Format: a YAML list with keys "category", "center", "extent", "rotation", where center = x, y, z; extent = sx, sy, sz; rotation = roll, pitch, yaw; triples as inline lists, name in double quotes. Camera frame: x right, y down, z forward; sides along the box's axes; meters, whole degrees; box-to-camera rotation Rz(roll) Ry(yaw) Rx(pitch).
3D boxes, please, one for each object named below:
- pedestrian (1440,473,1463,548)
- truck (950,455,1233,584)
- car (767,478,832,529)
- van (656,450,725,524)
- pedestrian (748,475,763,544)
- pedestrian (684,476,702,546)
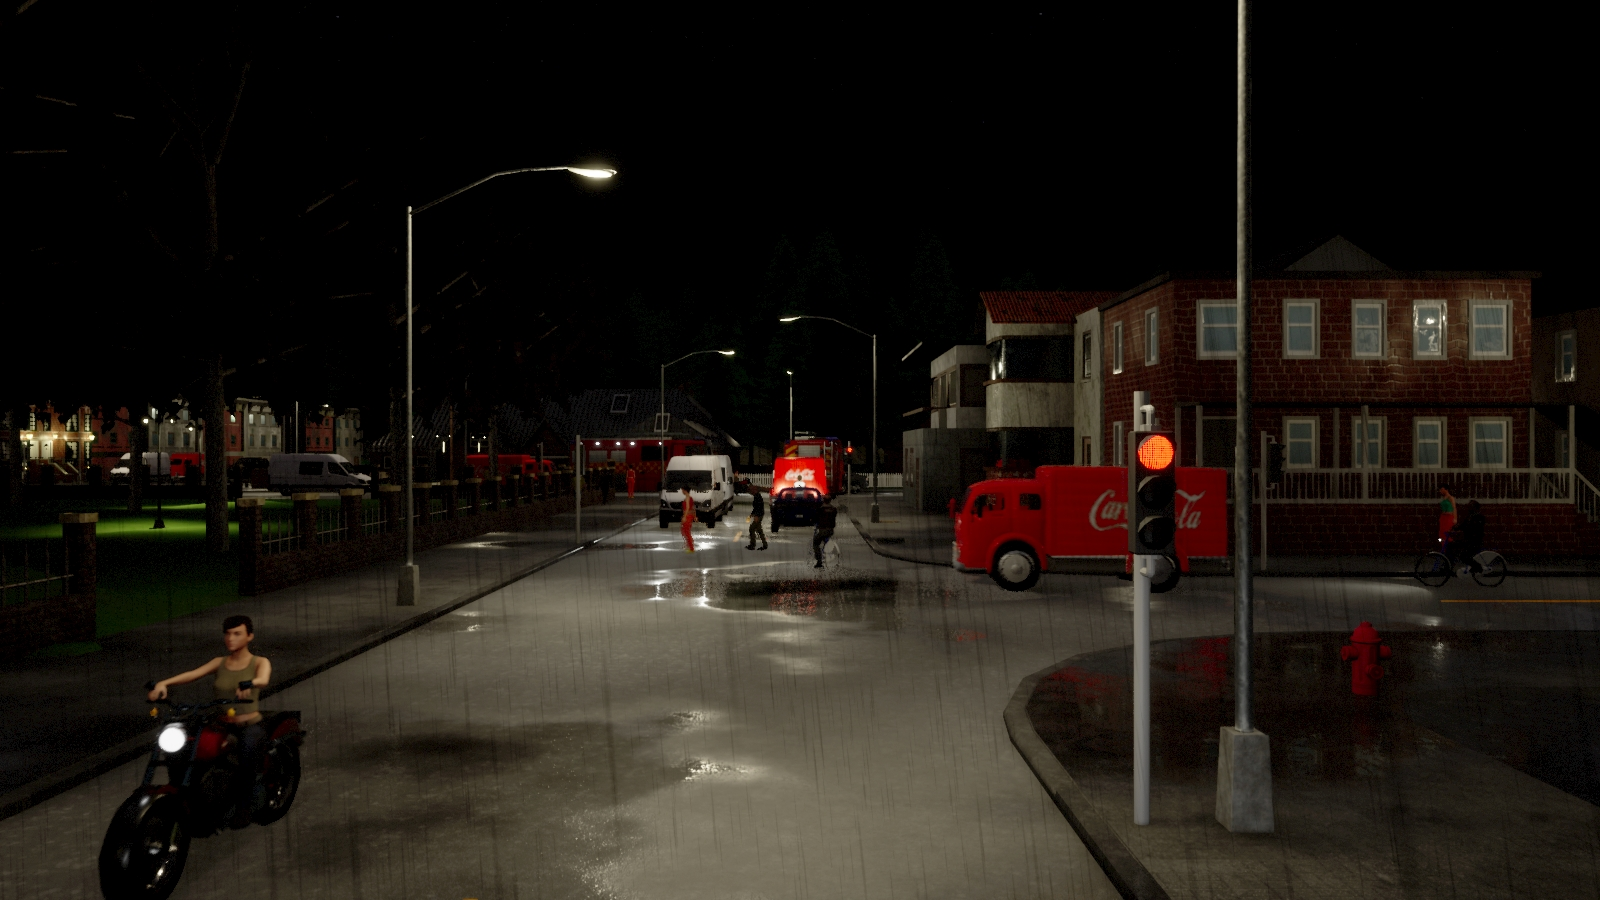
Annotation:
- category: "pedestrian"
  center: [16.202, 1.504, 28.421]
  extent: [0.375, 1.860, 0.375]
  rotation: [0, 0, 1]
- category: "truck"
  center: [5.770, 1.338, 23.338]
  extent: [5.204, 2.467, 2.627]
  rotation: [0, 0, 4]
- category: "car"
  center: [-0.015, 1.797, 39.830]
  extent: [2.097, 1.535, 5.006]
  rotation: [0, 0, 0]
- category: "van"
  center: [-4.007, 1.296, 42.666]
  extent: [1.988, 2.561, 5.915]
  rotation: [0, 0, 0]
- category: "pedestrian"
  center: [-1.213, 1.615, 31.258]
  extent: [0.375, 1.860, 0.375]
  rotation: [0, 0, 0]
- category: "pedestrian"
  center: [-2.839, 1.616, 30.404]
  extent: [0.375, 1.860, 0.375]
  rotation: [0, 0, 11]
